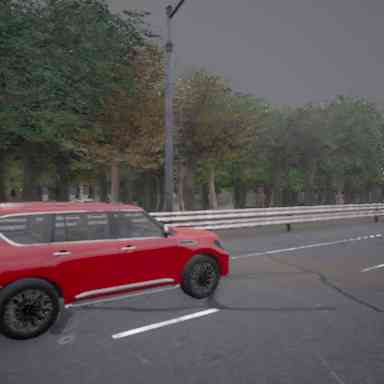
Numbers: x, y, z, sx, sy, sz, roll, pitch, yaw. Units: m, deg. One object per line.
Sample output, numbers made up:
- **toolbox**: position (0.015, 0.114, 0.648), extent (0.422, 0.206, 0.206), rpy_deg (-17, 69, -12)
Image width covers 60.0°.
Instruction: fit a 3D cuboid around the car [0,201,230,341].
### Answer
- **car**: position (-1.811, 1.210, 6.740), extent (5.566, 2.045, 2.150), rpy_deg (-1, 1, -35)
